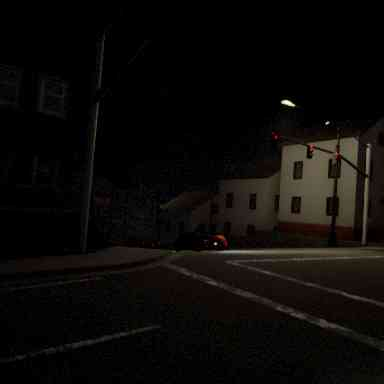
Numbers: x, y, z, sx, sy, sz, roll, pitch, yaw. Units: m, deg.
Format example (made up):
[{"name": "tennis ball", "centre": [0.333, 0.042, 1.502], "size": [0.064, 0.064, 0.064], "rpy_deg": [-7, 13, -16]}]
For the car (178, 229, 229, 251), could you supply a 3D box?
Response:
[{"name": "car", "centre": [0.905, 4.261, 29.266], "size": [2.097, 1.767, 4.553], "rpy_deg": [6, -11, -35]}]

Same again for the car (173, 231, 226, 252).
[{"name": "car", "centre": [0.414, 3.529, 23.619], "size": [1.994, 1.385, 4.181], "rpy_deg": [6, -12, -35]}]

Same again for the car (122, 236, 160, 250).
[{"name": "car", "centre": [-4.797, 4.813, 30.834], "size": [1.882, 1.535, 5.008], "rpy_deg": [6, -15, -35]}]
